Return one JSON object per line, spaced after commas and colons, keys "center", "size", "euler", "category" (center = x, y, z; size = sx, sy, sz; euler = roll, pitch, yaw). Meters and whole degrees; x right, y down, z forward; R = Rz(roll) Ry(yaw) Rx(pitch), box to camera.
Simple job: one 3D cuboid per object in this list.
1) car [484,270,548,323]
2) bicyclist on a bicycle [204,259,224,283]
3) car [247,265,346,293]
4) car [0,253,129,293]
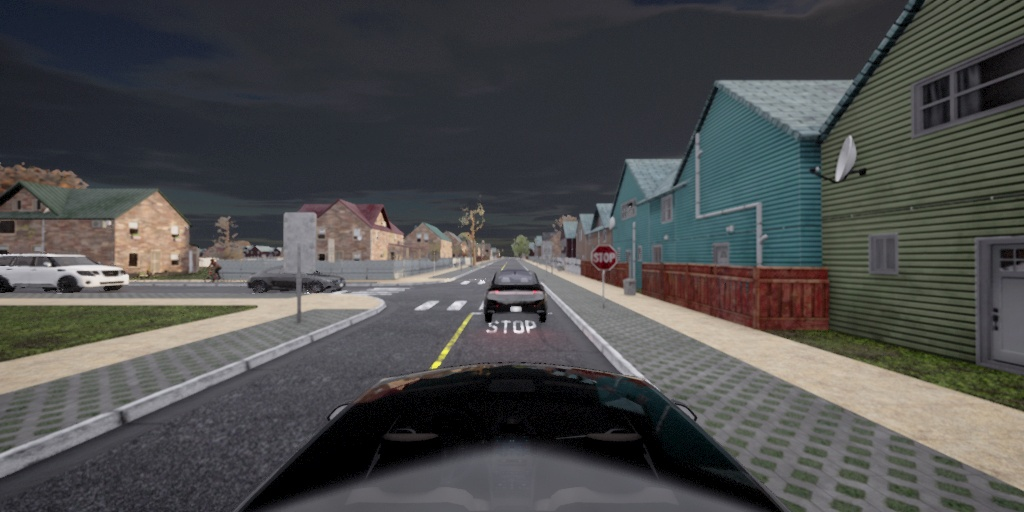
{"center": [0.105, 1.203, 12.008], "size": [2.128, 1.511, 4.902], "euler": [0, 0, 0], "category": "car"}
{"center": [-20.206, 1.014, 24.320], "size": [0.582, 1.620, 1.656], "euler": [0, 0, 0], "category": "bicyclist on a bicycle"}
{"center": [-10.914, 1.197, 18.246], "size": [4.674, 1.442, 1.812], "euler": [0, 0, 5], "category": "car"}
{"center": [-23.299, 0.892, 18.442], "size": [5.566, 2.045, 2.150], "euler": [0, 0, 0], "category": "car"}
